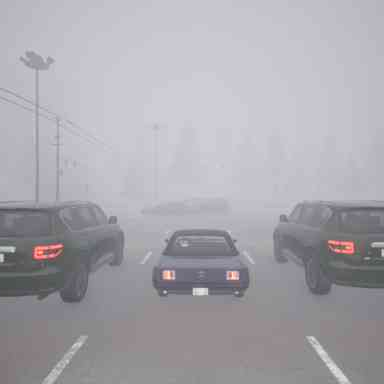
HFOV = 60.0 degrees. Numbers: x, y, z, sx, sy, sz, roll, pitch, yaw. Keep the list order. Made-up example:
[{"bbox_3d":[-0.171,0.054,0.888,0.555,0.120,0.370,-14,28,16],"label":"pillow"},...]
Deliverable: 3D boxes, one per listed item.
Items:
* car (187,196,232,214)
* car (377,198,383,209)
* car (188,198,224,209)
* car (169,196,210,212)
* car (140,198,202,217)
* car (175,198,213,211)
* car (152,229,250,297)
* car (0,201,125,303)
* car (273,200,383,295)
[{"bbox_3d":[1.728,1.354,34.082,4.553,1.767,2.097,0,0,2],"label":"car"},{"bbox_3d":[27.416,1.507,43.891,4.892,1.490,1.837,0,0,2],"label":"car"},{"bbox_3d":[1.879,1.528,44.582,4.674,1.442,1.812,0,0,2],"label":"car"},{"bbox_3d":[-0.229,1.354,37.636,4.553,1.767,2.097,0,0,2],"label":"car"},{"bbox_3d":[-2.039,1.549,30.683,5.357,1.411,2.033,0,0,2],"label":"car"},{"bbox_3d":[0.281,1.528,41.125,4.674,1.442,1.812,0,0,2],"label":"car"},{"bbox_3d":[0.223,1.601,8.530,1.895,1.301,4.718,0,0,1],"label":"car"},{"bbox_3d":[-3.283,1.222,8.372,2.150,2.045,5.566,0,0,1],"label":"car"},{"bbox_3d":[3.730,1.222,8.841,2.150,2.045,5.566,0,0,1],"label":"car"}]
